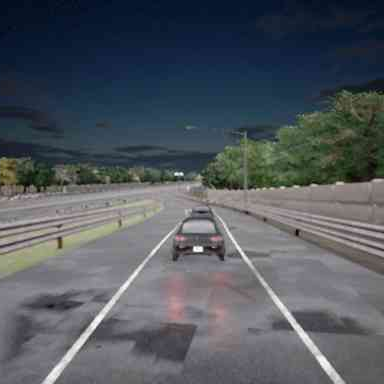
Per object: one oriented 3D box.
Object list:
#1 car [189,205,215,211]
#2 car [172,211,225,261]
[{"bbox_3d":[0.822,1.805,27.108,1.837,1.490,4.892,0,0,3],"label":"car"},{"bbox_3d":[0.280,1.668,12.847,1.812,1.442,4.674,0,0,2],"label":"car"}]
